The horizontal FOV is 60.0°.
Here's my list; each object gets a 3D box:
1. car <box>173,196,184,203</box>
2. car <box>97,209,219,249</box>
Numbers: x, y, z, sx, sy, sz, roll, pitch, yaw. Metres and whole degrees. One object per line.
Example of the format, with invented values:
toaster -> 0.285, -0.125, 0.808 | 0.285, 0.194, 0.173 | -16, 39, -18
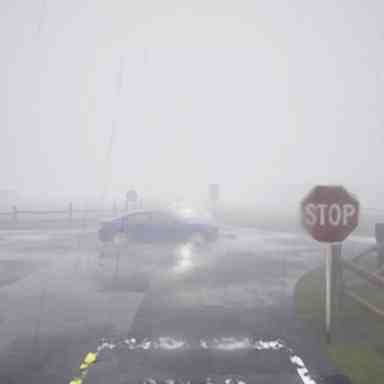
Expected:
car -> -2.577, 1.477, 65.906 | 1.994, 1.385, 4.181 | 0, 0, 0
car -> -1.386, 1.462, 13.948 | 5.008, 1.535, 1.882 | 0, 0, 0
